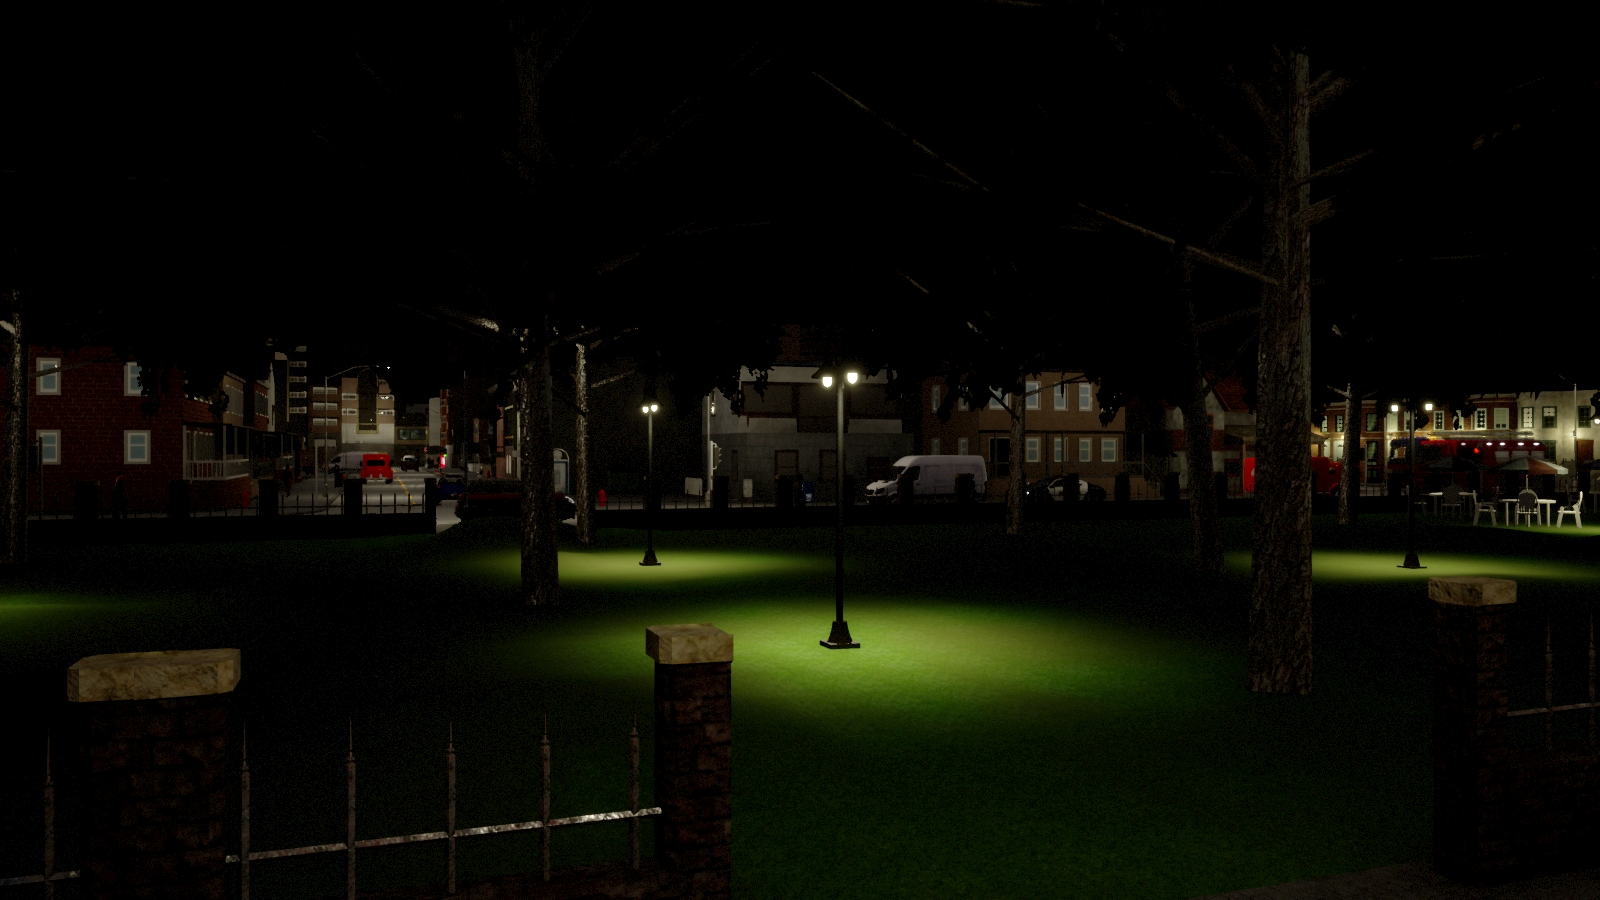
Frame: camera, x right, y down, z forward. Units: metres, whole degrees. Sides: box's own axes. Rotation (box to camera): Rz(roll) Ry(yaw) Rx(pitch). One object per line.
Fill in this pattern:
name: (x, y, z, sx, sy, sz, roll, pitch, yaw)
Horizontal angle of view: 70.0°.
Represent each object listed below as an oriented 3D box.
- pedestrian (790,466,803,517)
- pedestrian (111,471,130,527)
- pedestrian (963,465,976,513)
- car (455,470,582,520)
pedestrian: (-0.124, 1.525, 42.072, 0.375, 1.860, 0.375, 0, 0, -20)
pedestrian: (-22.597, 1.628, 38.006, 0.375, 1.860, 0.375, 0, 0, 11)
pedestrian: (6.607, 1.525, 44.534, 0.375, 1.860, 0.375, 0, 0, -19)
car: (-10.806, 1.686, 43.826, 4.553, 1.767, 2.097, 0, 0, -20)
